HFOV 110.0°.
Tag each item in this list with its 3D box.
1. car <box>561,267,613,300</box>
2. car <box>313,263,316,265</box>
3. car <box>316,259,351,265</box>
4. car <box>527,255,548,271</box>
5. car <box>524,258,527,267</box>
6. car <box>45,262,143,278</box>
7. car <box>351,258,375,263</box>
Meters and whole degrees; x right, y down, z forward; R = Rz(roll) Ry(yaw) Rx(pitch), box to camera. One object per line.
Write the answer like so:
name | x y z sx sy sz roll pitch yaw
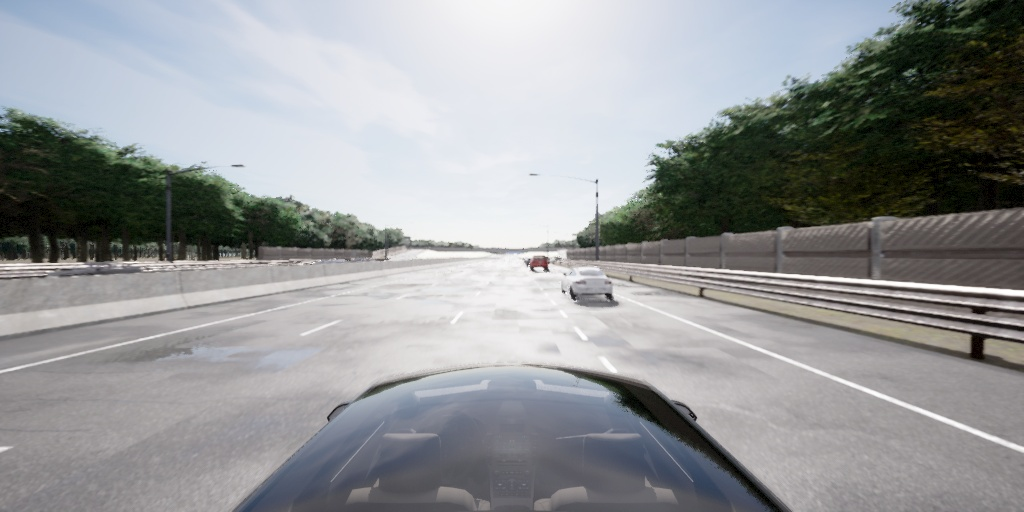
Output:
car | 3.492 1.237 17.213 1.812 1.442 4.674 0 0 0
car | -24.545 1.140 47.752 2.128 1.511 4.902 0 0 1
car | -21.050 1.203 43.674 2.033 1.411 5.357 0 0 1
car | 3.494 0.880 46.947 2.150 2.045 5.566 0 0 0
car | 3.535 0.991 63.527 2.097 1.767 4.553 0 0 0
car | -28.084 1.183 24.310 2.128 1.511 4.902 0 0 0
car | -17.559 1.219 44.019 1.994 1.385 4.181 0 0 1
